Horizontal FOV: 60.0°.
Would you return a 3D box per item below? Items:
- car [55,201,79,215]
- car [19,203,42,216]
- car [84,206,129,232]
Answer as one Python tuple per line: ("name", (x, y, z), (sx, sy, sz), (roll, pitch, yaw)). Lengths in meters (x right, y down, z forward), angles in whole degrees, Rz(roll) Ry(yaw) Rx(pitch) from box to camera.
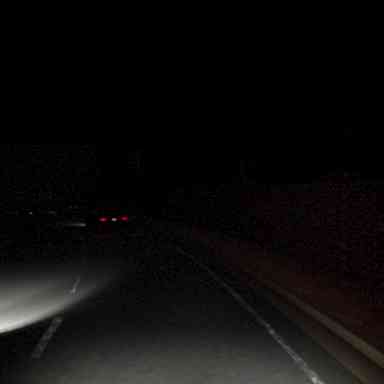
("car", (-13.398, 1.624, 35.485), (2.033, 1.411, 5.357), (-1, 0, -29))
("car", (-16.319, 1.712, 33.512), (1.895, 1.301, 4.718), (-1, 0, -29))
("car", (-5.350, 1.566, 20.437), (2.033, 1.411, 5.357), (-1, 0, -26))
